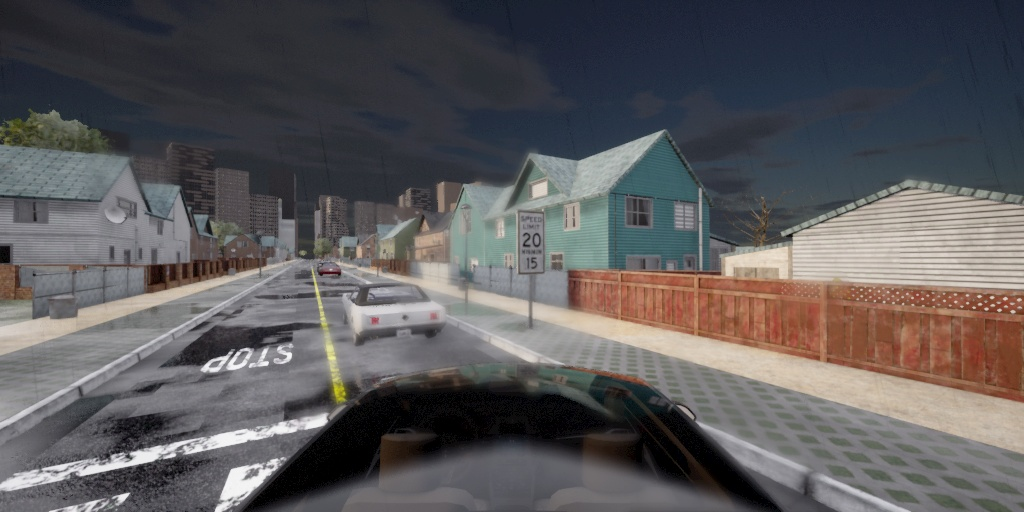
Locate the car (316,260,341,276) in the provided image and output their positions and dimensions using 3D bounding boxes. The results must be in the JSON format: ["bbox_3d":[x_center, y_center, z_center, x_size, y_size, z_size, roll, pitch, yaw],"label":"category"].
[{"bbox_3d":[-18.884,1.324,37.117,1.994,1.385,4.181,0,0,-30],"label":"car"}]

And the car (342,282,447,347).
[{"bbox_3d":[-3.370,1.353,9.547,1.895,1.301,4.718,0,0,-29],"label":"car"}]
